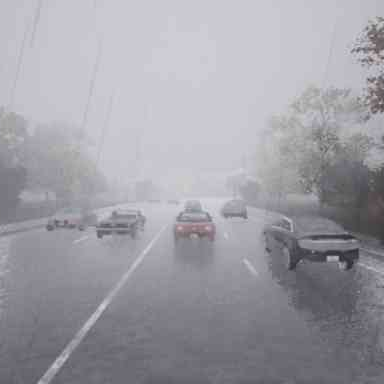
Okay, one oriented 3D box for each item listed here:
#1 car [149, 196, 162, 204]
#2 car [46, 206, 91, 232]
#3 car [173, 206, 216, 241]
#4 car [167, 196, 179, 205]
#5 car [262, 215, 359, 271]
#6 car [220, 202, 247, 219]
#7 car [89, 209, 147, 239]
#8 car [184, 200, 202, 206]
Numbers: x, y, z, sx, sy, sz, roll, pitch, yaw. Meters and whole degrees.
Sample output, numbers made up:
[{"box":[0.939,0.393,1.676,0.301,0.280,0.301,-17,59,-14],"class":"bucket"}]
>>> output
[{"box":[-6.719,1.459,60.945,1.882,1.535,5.008,0,0,2],"class":"car"},{"box":[-7.095,1.558,20.017,1.994,1.385,4.181,0,0,0],"class":"car"},{"box":[0.103,1.596,16.516,1.895,1.301,4.718,0,0,0],"class":"car"},{"box":[-3.319,1.509,58.245,1.812,1.442,4.674,0,0,2],"class":"car"},{"box":[3.604,1.488,10.939,2.128,1.511,4.902,0,0,0],"class":"car"},{"box":[3.605,1.556,29.363,1.994,1.385,4.181,0,0,0],"class":"car"},{"box":[-3.597,1.596,17.442,1.895,1.301,4.718,0,0,0],"class":"car"},{"box":[0.108,1.537,35.367,2.033,1.411,5.357,0,0,0],"class":"car"}]
